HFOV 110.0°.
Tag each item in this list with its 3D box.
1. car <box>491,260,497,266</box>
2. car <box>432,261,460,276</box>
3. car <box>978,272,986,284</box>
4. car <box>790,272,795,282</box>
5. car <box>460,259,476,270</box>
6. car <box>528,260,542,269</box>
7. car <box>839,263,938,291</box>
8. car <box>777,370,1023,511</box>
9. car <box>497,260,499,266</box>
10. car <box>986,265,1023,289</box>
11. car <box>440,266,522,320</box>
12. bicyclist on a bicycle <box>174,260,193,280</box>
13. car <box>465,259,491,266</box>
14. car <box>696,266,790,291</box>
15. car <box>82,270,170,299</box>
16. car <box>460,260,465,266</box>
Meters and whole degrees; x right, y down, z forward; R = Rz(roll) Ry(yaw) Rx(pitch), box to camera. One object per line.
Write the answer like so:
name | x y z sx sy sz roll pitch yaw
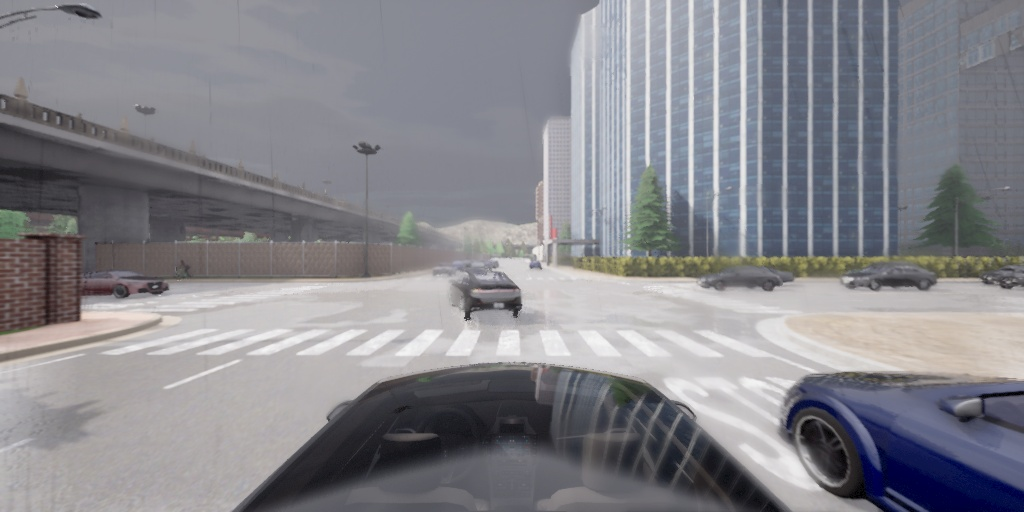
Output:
car | -3.506 1.388 47.652 2.033 1.411 5.357 0 0 0
car | -7.028 1.421 37.717 1.895 1.301 4.718 0 0 0
car | 36.381 1.365 25.474 4.892 1.490 1.837 0 0 1
car | 16.986 1.404 25.570 5.357 1.411 2.033 0 0 0
car | -6.954 1.335 56.662 1.882 1.535 5.008 0 0 1
car | 3.718 1.387 57.596 1.812 1.442 4.674 0 0 0
car | 23.030 1.342 22.049 4.902 1.511 2.128 0 0 0
car | 3.650 1.315 1.838 1.994 1.385 4.181 0 0 -1
car | -3.447 1.351 57.448 2.128 1.511 4.902 0 0 1
car | 32.920 1.357 21.998 4.892 1.490 1.837 0 0 0
car | -1.129 1.265 12.941 2.128 1.511 4.902 0 0 -18
bicyclist on a bicycle | -26.999 1.156 29.499 0.582 1.620 1.656 0 0 0
car | -3.526 1.347 38.061 1.812 1.442 4.674 0 0 0
car | 13.902 1.374 22.067 4.674 1.442 1.812 0 0 0
car | -20.380 1.399 18.493 4.181 1.385 1.994 0 0 0
car | -7.005 1.364 46.879 1.812 1.442 4.674 0 0 0
